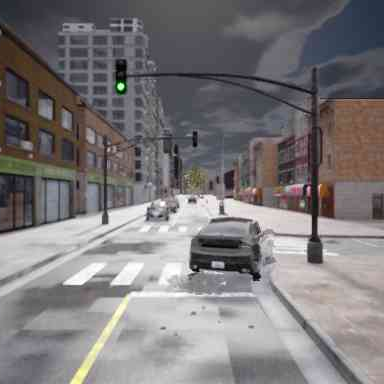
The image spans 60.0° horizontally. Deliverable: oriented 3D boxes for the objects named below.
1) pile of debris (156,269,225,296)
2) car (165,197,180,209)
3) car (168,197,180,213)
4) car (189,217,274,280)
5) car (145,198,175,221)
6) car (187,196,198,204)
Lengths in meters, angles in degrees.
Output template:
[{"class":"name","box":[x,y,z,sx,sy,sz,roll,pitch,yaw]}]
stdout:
[{"class":"pile of debris","box":[0.043,2.200,8.258,1.500,0.140,1.860,0,0,6]},{"class":"car","box":[-2.803,1.604,48.706,1.882,1.535,5.008,0,0,0]},{"class":"car","box":[-2.822,1.457,38.441,2.097,1.767,4.553,0,0,0]},{"class":"car","box":[1.333,1.529,10.197,1.837,1.490,4.892,0,-1,17]},{"class":"car","box":[-2.835,1.572,28.436,2.128,1.511,4.902,0,0,-1]},{"class":"car","box":[0.057,1.661,68.420,1.837,1.490,4.892,0,0,0]}]
